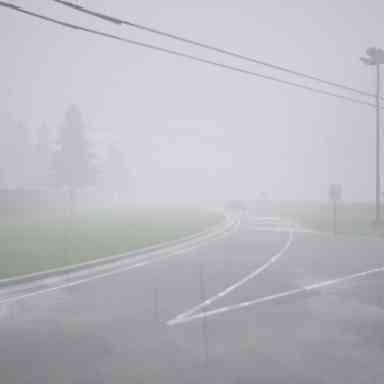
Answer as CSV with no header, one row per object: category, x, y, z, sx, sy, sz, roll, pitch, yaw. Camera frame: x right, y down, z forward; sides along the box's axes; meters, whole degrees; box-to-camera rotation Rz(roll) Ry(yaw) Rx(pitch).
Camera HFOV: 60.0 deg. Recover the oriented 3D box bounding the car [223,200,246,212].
car,5.304,1.742,41.953,1.837,1.490,4.892,1,0,-9
